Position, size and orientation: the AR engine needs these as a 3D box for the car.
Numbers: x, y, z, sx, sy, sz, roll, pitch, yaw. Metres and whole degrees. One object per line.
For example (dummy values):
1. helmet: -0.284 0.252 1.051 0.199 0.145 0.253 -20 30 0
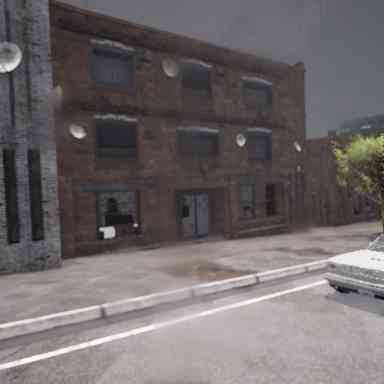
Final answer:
1. car: 5.114 1.619 7.630 4.718 1.301 1.895 0 0 -35
